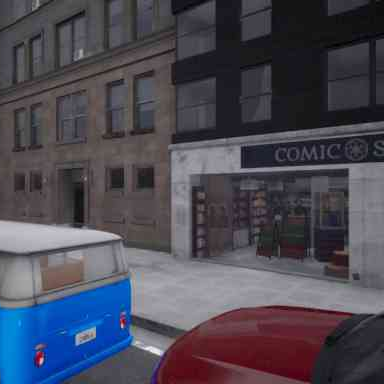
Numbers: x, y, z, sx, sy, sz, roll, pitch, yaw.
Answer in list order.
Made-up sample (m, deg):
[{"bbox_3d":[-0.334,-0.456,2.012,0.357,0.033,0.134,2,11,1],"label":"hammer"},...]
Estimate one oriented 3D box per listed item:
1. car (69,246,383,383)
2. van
[{"bbox_3d":[1.955,1.315,1.415,5.009,1.841,2.192,0,0,36],"label":"car"},{"bbox_3d":[-2.665,1.341,4.718,3.998,1.788,1.690,0,0,36],"label":"van"}]
